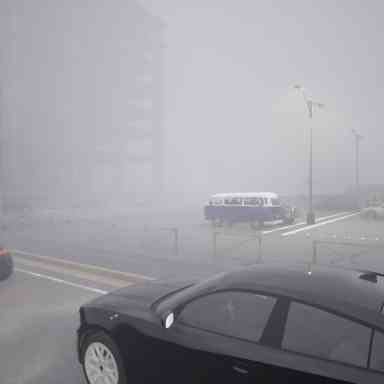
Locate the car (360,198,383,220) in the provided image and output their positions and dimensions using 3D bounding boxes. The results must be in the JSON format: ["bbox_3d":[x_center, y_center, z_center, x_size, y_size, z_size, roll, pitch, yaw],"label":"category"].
[{"bbox_3d":[14.728,1.395,24.730,3.806,1.475,1.970,0,0,36],"label":"car"}]

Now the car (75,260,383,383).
[{"bbox_3d":[0.865,1.478,3.378,5.008,1.535,1.882,0,0,36],"label":"car"}]

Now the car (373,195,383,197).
[{"bbox_3d":[17.953,1.153,29.282,4.605,1.855,1.932,0,0,36],"label":"car"}]

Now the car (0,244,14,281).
[{"bbox_3d":[-6.456,1.564,8.588,4.181,1.385,1.994,0,0,36],"label":"car"}]

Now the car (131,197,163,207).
[{"bbox_3d":[-6.741,1.492,50.415,2.033,1.411,5.357,0,0,36],"label":"car"}]

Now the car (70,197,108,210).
[{"bbox_3d":[-12.906,1.422,41.759,1.882,1.535,5.008,0,0,35],"label":"car"}]

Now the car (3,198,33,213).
[{"bbox_3d":[-18.750,1.422,33.555,1.882,1.535,5.008,0,0,36],"label":"car"}]

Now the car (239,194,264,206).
[{"bbox_3d":[11.436,1.545,63.581,1.895,1.301,4.718,0,0,35],"label":"car"}]
